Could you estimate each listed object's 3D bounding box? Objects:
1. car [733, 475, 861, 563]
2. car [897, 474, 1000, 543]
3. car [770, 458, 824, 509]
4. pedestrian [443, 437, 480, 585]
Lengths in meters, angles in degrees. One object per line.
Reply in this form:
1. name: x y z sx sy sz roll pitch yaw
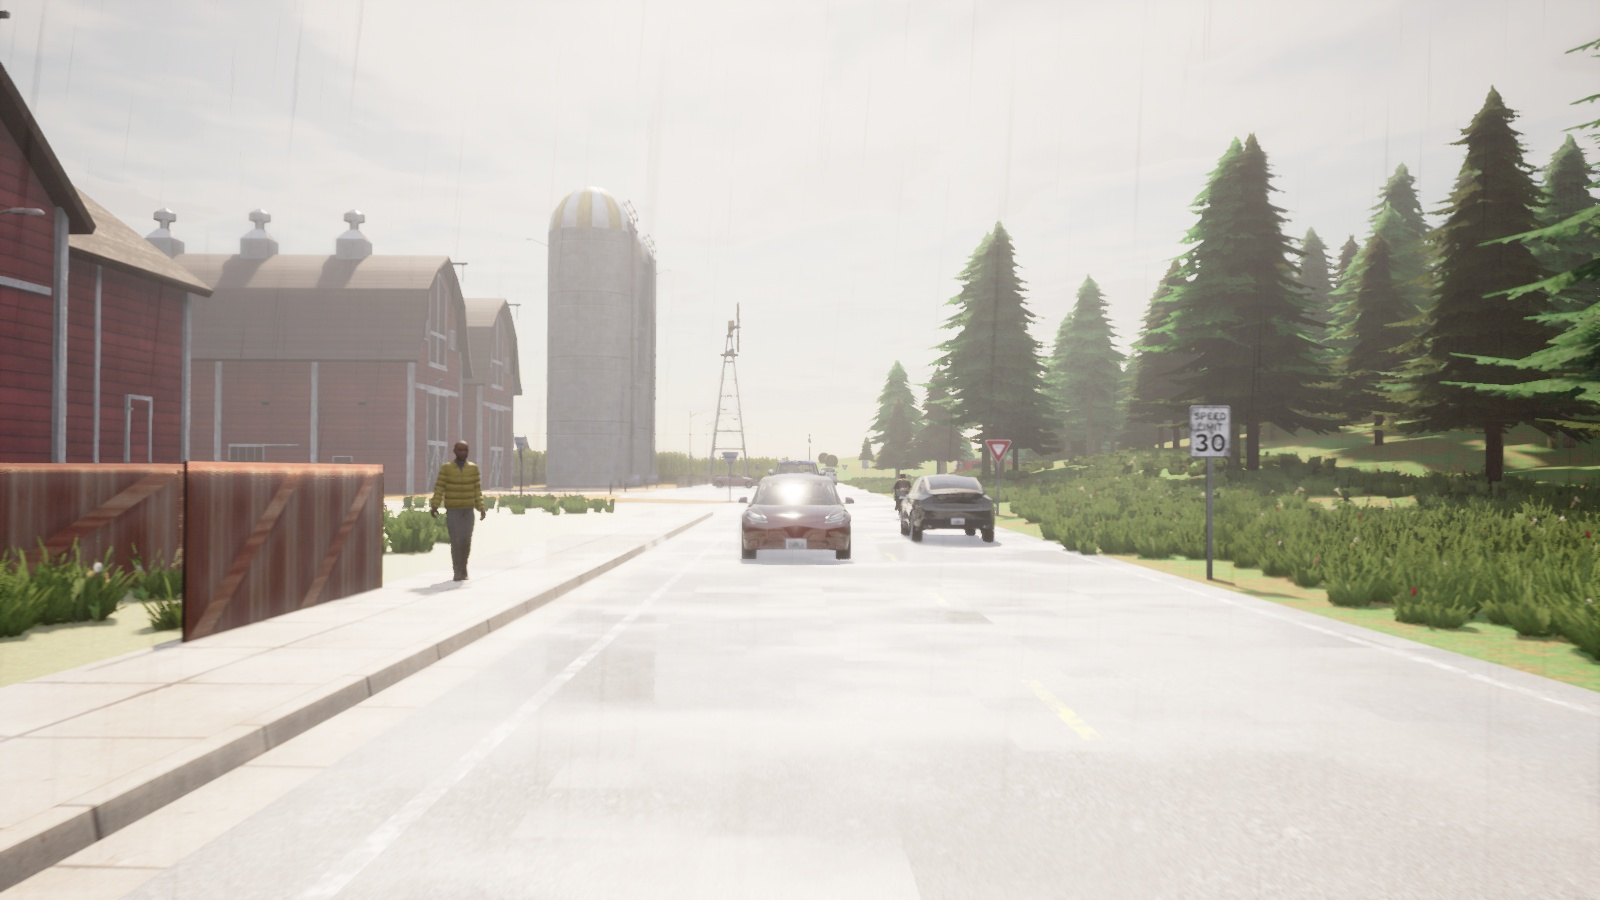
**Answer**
1. car: -0.058 1.220 23.734 2.163 1.488 4.792 0 -1 0
2. car: 3.427 1.314 29.762 1.837 1.490 4.892 0 -1 0
3. car: -0.129 1.418 53.501 2.150 2.045 5.566 0 -1 0
4. pedestrian: -4.312 0.760 15.973 0.370 1.835 0.726 0 -1 -22
